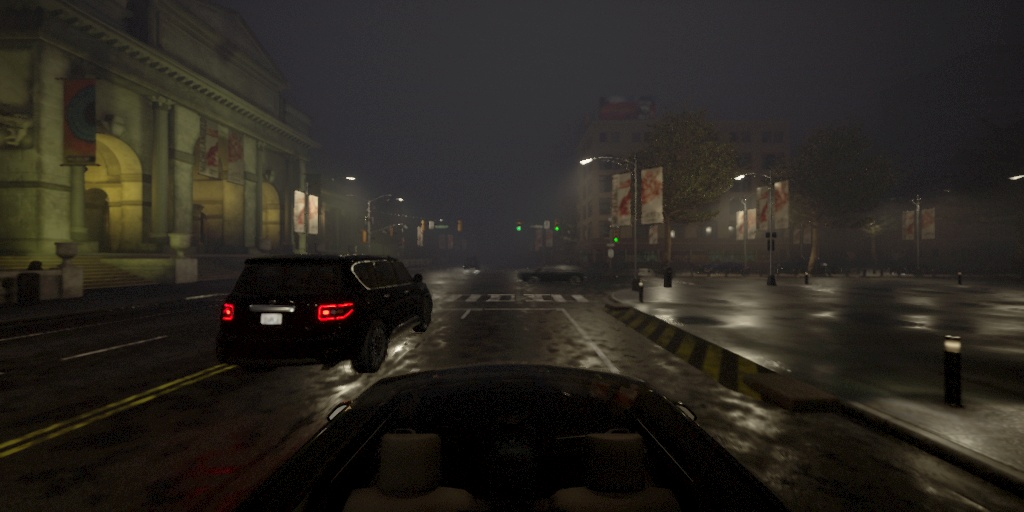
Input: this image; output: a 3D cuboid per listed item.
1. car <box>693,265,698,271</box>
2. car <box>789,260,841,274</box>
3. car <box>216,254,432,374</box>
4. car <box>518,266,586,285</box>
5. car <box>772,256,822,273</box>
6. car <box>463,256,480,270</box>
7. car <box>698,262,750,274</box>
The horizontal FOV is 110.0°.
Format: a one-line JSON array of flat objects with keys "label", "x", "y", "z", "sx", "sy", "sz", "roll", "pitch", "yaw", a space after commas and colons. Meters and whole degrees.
[{"label": "car", "x": 24.346, "y": 1.400, "z": 43.660, "sx": 4.181, "sy": 1.385, "sz": 1.994, "roll": 0, "pitch": 0, "yaw": 1}, {"label": "car", "x": 34.058, "y": 1.399, "z": 40.025, "sx": 4.181, "sy": 1.385, "sz": 1.994, "roll": 0, "pitch": 0, "yaw": 1}, {"label": "car", "x": -3.336, "y": 0.980, "z": 7.713, "sx": 2.150, "sy": 2.045, "sz": 5.566, "roll": 0, "pitch": 0, "yaw": 1}, {"label": "car", "x": 2.830, "y": 1.401, "z": 25.648, "sx": 4.718, "sy": 1.301, "sz": 1.895, "roll": 0, "pitch": 0, "yaw": -2}, {"label": "car", "x": 34.629, "y": 1.063, "z": 43.530, "sx": 5.566, "sy": 2.045, "sz": 2.150, "roll": 0, "pitch": 0, "yaw": 1}, {"label": "car", "x": -6.150, "y": 1.048, "z": 55.138, "sx": 2.150, "sy": 2.045, "sz": 5.566, "roll": 0, "pitch": 1, "yaw": 1}, {"label": "car", "x": 23.988, "y": 1.356, "z": 40.177, "sx": 4.674, "sy": 1.442, "sz": 1.812, "roll": 0, "pitch": 0, "yaw": 1}]
